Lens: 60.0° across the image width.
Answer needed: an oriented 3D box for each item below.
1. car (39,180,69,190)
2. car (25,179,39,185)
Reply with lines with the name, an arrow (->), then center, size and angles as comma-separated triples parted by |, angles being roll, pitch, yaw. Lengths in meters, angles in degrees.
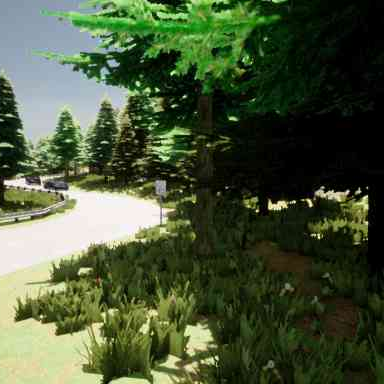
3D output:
car -> -18.881, -0.986, 46.136 | 4.181, 1.385, 1.994 | 6, 4, 39
car -> -25.510, -1.912, 53.400 | 1.837, 1.490, 4.892 | 0, 5, -34
